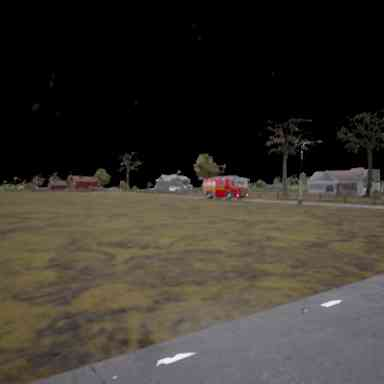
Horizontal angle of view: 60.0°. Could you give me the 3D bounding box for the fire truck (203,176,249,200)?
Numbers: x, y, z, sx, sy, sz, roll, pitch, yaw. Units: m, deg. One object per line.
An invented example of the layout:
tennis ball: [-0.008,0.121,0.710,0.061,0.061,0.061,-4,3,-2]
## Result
fire truck: [5.458,-0.756,55.145,2.891,3.827,8.468,1,0,-35]
